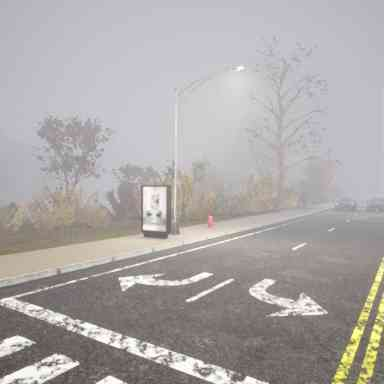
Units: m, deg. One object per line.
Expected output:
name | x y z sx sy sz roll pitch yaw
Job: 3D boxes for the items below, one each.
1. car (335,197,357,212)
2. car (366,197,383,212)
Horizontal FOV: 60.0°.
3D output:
car | 18.519 1.389 39.887 2.097 1.767 4.553 0 0 30
car | 21.330 1.392 38.257 2.097 1.767 4.553 0 0 30
